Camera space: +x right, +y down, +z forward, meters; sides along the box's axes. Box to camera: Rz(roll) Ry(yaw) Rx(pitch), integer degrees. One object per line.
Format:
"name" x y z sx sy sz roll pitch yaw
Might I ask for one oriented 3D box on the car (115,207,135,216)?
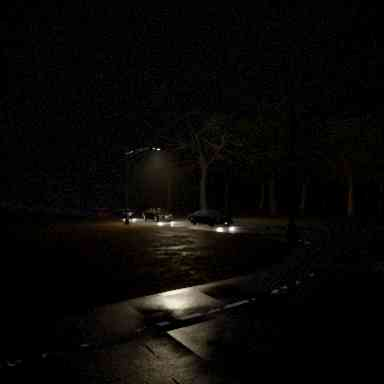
"car" -11.299 3.266 55.882 1.994 1.385 4.181 1 -2 -33

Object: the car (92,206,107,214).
"car" -18.663 3.584 67.118 2.128 1.511 4.902 1 -2 -33

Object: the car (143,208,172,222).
"car" -4.020 2.578 38.010 1.837 1.490 4.892 1 -2 -33

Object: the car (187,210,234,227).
"car" 1.478 2.281 29.645 2.033 1.411 5.357 0 -2 -30

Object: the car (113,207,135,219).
"car" -9.597 2.895 46.550 2.128 1.511 4.902 1 -2 -33
